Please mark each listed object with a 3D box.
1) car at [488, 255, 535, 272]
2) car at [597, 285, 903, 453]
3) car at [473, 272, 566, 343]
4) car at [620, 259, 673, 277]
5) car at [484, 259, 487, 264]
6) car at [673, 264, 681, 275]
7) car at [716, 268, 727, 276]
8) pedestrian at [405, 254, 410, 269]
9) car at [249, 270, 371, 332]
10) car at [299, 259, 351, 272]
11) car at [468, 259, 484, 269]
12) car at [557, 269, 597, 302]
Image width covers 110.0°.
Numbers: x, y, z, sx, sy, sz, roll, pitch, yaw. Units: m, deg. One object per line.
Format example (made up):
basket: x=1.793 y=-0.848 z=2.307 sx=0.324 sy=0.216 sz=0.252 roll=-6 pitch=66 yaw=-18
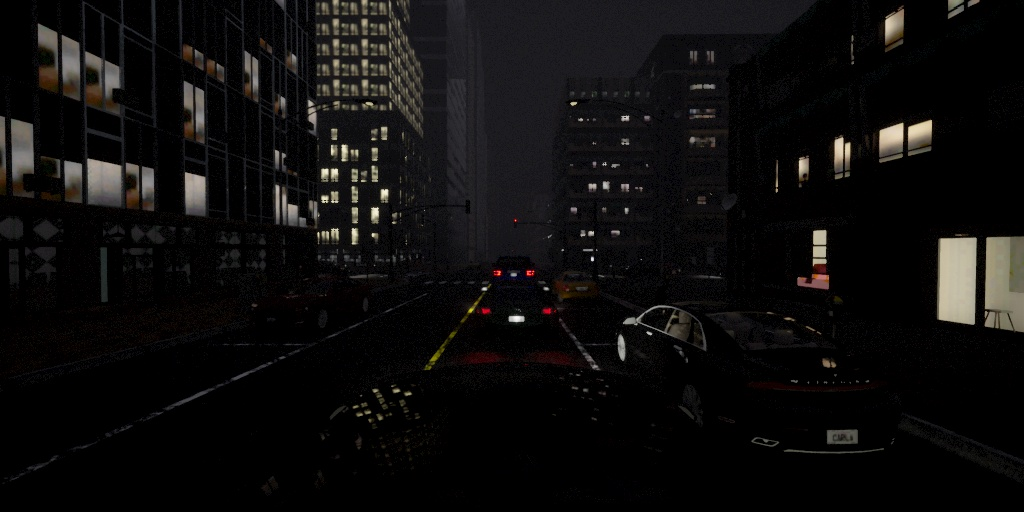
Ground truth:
car: x=0.087 y=0.967 z=19.459 sx=2.150 sy=2.045 sz=5.566 roll=0 pitch=0 yaw=0
car: x=2.817 y=1.299 z=5.228 sx=2.007 sy=1.370 sz=4.403 roll=0 pitch=0 yaw=0
car: x=0.095 y=1.312 z=9.652 sx=1.994 sy=1.385 sz=4.181 roll=0 pitch=0 yaw=0
car: x=13.600 y=1.195 z=37.066 sx=4.553 sy=1.767 sz=2.097 roll=0 pitch=1 yaw=0
car: x=-5.713 y=1.304 z=60.123 sx=1.948 sy=1.339 sz=4.313 roll=0 pitch=0 yaw=0
car: x=16.294 y=1.373 z=39.661 sx=4.403 sy=1.370 sz=2.007 roll=0 pitch=0 yaw=1
car: x=24.154 y=1.478 z=36.955 sx=5.357 sy=1.411 sz=2.033 roll=0 pitch=1 yaw=1
pedestrian: x=-12.564 y=0.670 z=42.984 sx=0.375 sy=1.860 sz=0.375 roll=0 pitch=0 yaw=1
car: x=-5.825 y=1.292 z=10.927 sx=1.888 sy=1.381 sz=4.507 roll=0 pitch=0 yaw=0
car: x=-17.870 y=1.154 z=34.321 sx=4.674 sy=1.442 sz=1.812 roll=1 pitch=1 yaw=2
car: x=-5.710 y=1.264 z=54.299 sx=1.751 sy=1.417 sz=4.829 roll=0 pitch=0 yaw=0
car: x=2.813 y=1.271 z=16.687 sx=1.751 sy=1.417 sz=4.829 roll=0 pitch=0 yaw=0
